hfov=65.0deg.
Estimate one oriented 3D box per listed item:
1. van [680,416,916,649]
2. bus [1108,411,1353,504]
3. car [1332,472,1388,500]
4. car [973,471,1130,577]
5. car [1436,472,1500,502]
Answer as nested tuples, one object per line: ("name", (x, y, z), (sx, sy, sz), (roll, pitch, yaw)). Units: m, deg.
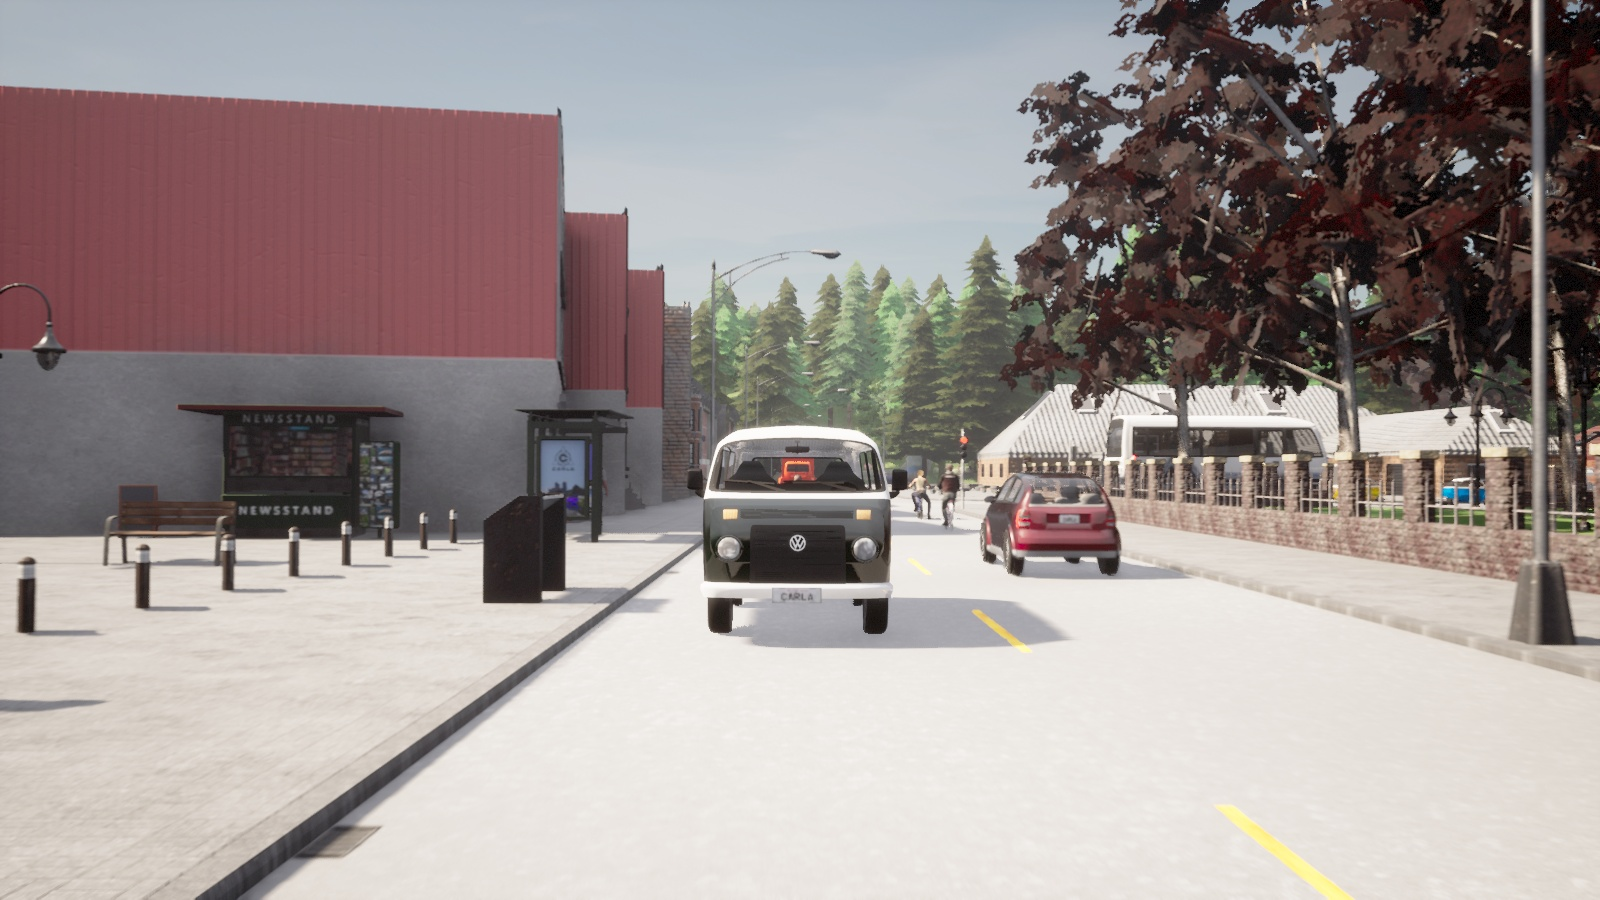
("van", (-0.024, 0.760, 13.277), (2.069, 2.038, 4.480), (0, -1, 0))
("bus", (20.343, 0.360, 59.905), (10.273, 4.253, 3.944), (0, -1, -2))
("car", (28.487, 1.826, 63.924), (2.207, 1.376, 1.481), (0, -1, 1))
("car", (3.967, 1.118, 20.363), (1.789, 1.549, 3.705), (0, -1, 0))
("car", (31.869, 1.746, 59.941), (2.207, 1.376, 1.481), (-1, -1, -1))
